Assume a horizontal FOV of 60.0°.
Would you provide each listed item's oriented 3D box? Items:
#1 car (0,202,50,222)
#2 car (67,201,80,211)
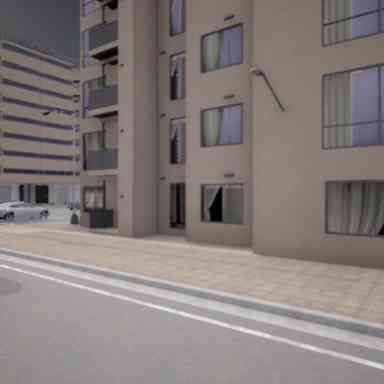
[{"bbox_3d":[-13.752,1.529,26.590,1.812,1.442,4.674,-1,0,33],"label":"car"},{"bbox_3d":[-12.688,1.481,40.484,1.882,1.535,5.008,0,0,35],"label":"car"}]
